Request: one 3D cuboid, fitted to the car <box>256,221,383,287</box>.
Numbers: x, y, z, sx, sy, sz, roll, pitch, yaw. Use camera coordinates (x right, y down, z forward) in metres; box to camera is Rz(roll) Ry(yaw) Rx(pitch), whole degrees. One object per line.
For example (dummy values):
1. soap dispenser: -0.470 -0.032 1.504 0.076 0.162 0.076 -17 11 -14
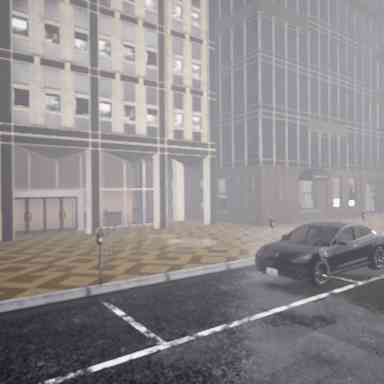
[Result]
1. car: 3.681 1.511 9.191 4.313 1.339 1.947 0 0 -36
